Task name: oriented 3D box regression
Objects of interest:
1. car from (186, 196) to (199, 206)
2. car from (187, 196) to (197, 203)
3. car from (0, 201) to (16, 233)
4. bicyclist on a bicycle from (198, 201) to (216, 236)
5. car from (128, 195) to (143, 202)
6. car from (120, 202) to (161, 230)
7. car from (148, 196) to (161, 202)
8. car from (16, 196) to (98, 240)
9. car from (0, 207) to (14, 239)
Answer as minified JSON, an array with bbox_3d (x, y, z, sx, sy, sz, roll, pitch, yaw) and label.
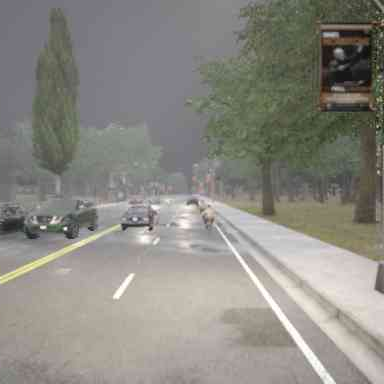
[{"bbox_3d":[0.085,1.533,55.560,1.837,1.490,4.892,0,0,0],"label":"car"},{"bbox_3d":[-0.020,1.565,73.607,2.128,1.511,4.902,0,0,0],"label":"car"},{"bbox_3d":[-9.853,1.359,16.528,2.097,1.767,4.553,0,0,0],"label":"car"},{"bbox_3d":[0.908,1.445,17.590,0.866,1.612,1.509,0,0,0],"label":"bicyclist on a bicycle"},{"bbox_3d":[-9.814,1.380,58.211,2.097,1.767,4.553,0,0,0],"label":"car"},{"bbox_3d":[-3.155,1.557,20.929,2.033,1.411,5.357,0,0,0],"label":"car"},{"bbox_3d":[-6.564,1.521,58.121,2.128,1.511,4.902,0,0,1],"label":"car"},{"bbox_3d":[-6.603,1.232,17.519,2.150,2.045,5.566,0,0,0],"label":"car"},{"bbox_3d":[-3.149,1.222,1.030,2.150,2.045,5.566,0,0,0],"label":"car"}]
